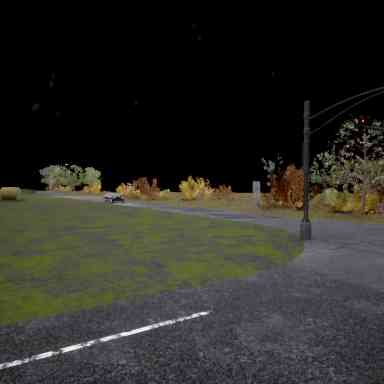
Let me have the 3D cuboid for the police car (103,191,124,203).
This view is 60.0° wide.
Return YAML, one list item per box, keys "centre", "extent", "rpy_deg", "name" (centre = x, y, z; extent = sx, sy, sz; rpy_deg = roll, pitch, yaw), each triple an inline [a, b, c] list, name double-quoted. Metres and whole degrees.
- centre: [-11.664, 0.744, 49.702]
  extent: [1.930, 1.638, 5.238]
  rpy_deg: [1, 0, -32]
  name: "police car"
